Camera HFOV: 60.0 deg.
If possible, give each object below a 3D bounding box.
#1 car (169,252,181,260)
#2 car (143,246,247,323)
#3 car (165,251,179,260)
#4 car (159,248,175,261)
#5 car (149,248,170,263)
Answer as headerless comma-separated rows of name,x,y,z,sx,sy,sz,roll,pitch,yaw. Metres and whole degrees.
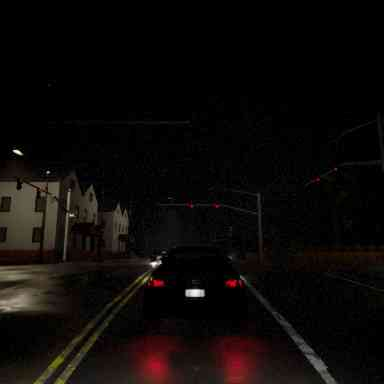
car,-3.572,13.531,70.506,2.128,1.511,4.902,0,-11,0
car,0.064,1.984,7.877,1.994,1.385,4.181,0,-7,0
car,-3.629,11.538,60.352,2.128,1.511,4.902,0,-11,0
car,-3.642,9.224,49.108,2.097,1.767,4.553,0,-11,0
car,-3.457,6.816,35.850,2.128,1.511,4.902,1,-11,-4
